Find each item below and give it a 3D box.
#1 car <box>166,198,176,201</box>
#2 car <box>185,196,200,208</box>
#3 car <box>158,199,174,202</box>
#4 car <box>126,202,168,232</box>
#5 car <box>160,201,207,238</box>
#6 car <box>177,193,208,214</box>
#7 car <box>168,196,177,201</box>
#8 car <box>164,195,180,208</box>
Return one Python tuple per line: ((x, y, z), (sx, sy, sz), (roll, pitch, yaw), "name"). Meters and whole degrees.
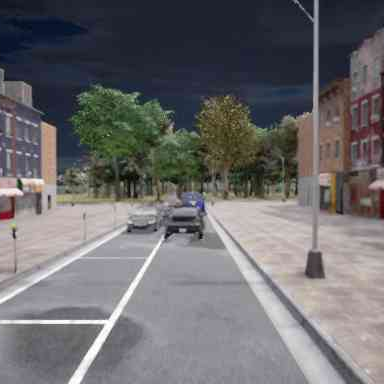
((-2.671, 1.475, 30.136), (1.802, 1.307, 4.206), (-1, 0, 0), "car")
((0.019, 1.346, 45.677), (1.837, 1.490, 4.892), (0, 0, -1), "car")
((-2.667, 1.477, 24.701), (1.947, 1.339, 4.313), (-1, 0, 0), "car")
((-2.663, 1.480, 19.266), (2.008, 1.369, 4.403), (-1, 0, 0), "car")
((-0.287, 1.442, 17.214), (1.837, 1.490, 4.892), (0, 0, 3), "car")
((0.069, 1.111, 30.653), (2.150, 2.045, 5.566), (0, 0, 0), "car")
((-2.680, 1.423, 41.005), (1.947, 1.339, 4.313), (-1, 0, 0), "car")
((-2.686, 1.279, 46.440), (1.967, 1.590, 4.097), (-1, 0, 0), "car")
